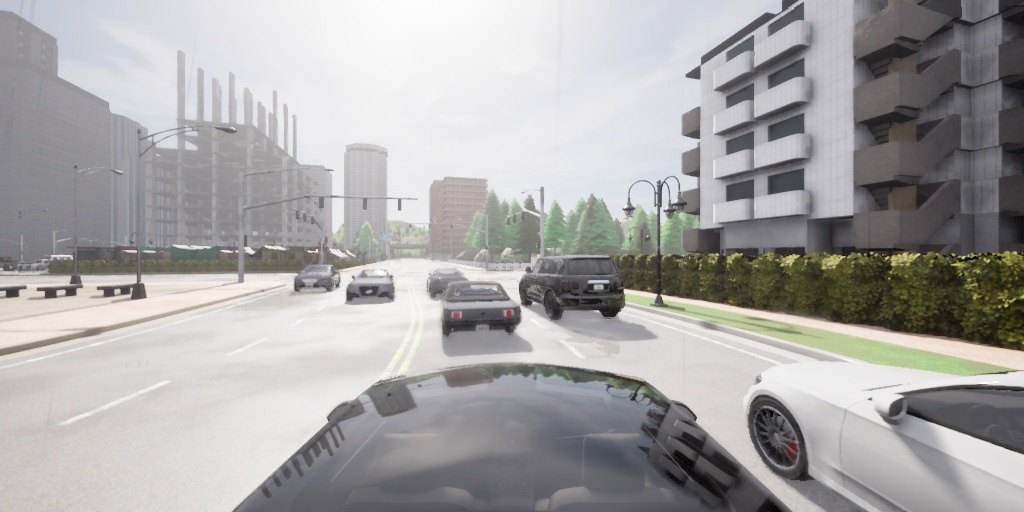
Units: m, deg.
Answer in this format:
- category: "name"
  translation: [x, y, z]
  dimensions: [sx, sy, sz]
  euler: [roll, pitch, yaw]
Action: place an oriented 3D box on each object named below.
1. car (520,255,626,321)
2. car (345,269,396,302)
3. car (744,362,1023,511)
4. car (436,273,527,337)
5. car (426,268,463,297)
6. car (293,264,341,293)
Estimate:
- category: "car"
  translation: [1.859, 0.982, 12.783]
  dimensions: [2.150, 2.045, 5.566]
  euler: [0, 0, -13]
- category: "car"
  translation: [-6.607, 1.330, 17.109]
  dimensions: [1.994, 1.385, 4.181]
  euler: [0, 0, -16]
- category: "car"
  translation: [3.295, 1.276, 1.734]
  dimensions: [1.812, 1.442, 4.674]
  euler: [0, 0, 0]
- category: "car"
  translation: [-1.134, 1.359, 10.396]
  dimensions: [1.895, 1.301, 4.718]
  euler: [0, 0, -12]
- category: "car"
  translation: [-3.465, 1.331, 19.102]
  dimensions: [1.994, 1.385, 4.181]
  euler: [0, 0, -16]
- category: "car"
  translation: [-11.547, 1.264, 21.490]
  dimensions: [2.128, 1.511, 4.902]
  euler: [0, 0, -17]
